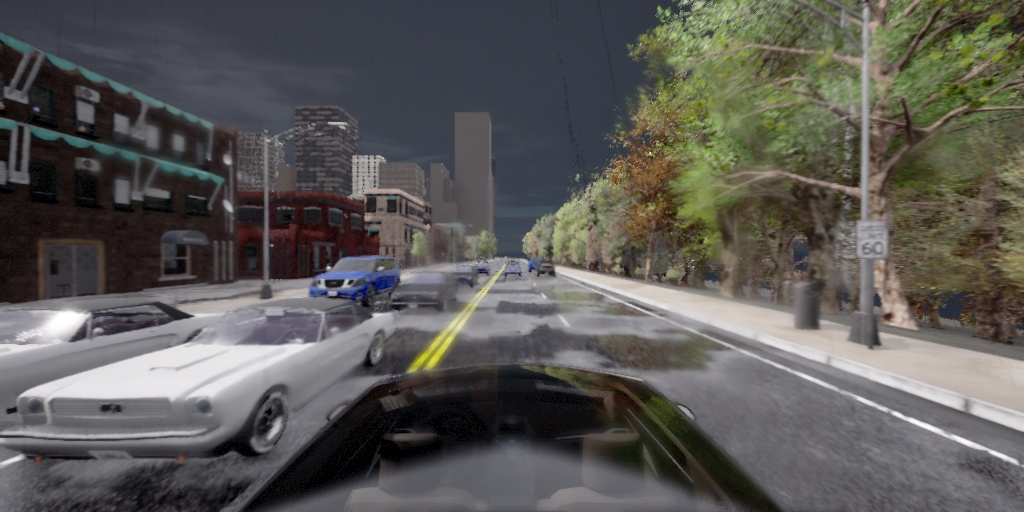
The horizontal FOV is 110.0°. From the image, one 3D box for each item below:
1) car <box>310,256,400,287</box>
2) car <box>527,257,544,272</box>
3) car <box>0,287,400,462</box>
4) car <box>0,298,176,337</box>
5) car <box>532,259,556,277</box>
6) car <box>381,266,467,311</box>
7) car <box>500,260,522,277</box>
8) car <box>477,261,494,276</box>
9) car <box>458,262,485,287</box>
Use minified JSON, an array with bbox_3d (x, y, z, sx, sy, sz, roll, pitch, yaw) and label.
[{"bbox_3d":[-6.604,1.010,15.902,2.150,2.045,5.566,0,0,-1],"label":"car"},{"bbox_3d":[3.263,1.093,47.509,2.150,2.045,5.566,0,0,0],"label":"car"},{"bbox_3d":[-3.351,1.360,5.198,1.895,1.301,4.718,0,0,0],"label":"car"},{"bbox_3d":[-6.609,1.360,5.178,1.895,1.301,4.718,0,0,1],"label":"car"},{"bbox_3d":[3.351,1.348,36.764,1.837,1.490,4.892,0,0,0],"label":"car"},{"bbox_3d":[-3.350,1.333,14.872,2.033,1.411,5.357,0,0,0],"label":"car"},{"bbox_3d":[0.102,1.392,37.072,2.033,1.411,5.357,0,0,0],"label":"car"},{"bbox_3d":[-3.271,1.449,38.287,1.895,1.301,4.718,0,0,0],"label":"car"},{"bbox_3d":[-3.344,1.360,25.154,2.033,1.411,5.357,0,0,0],"label":"car"}]
